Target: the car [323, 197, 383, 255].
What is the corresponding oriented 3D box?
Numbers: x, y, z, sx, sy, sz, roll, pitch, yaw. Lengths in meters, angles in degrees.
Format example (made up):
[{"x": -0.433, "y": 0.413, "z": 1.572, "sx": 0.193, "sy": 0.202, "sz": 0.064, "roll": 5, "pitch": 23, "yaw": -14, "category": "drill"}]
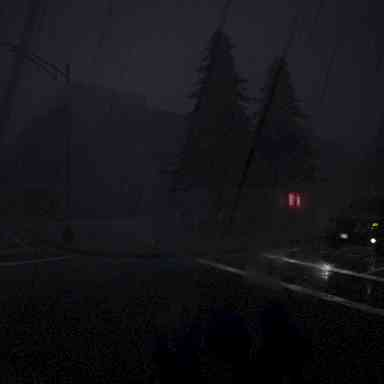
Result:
[{"x": 7.745, "y": 1.248, "z": 13.719, "sx": 5.566, "sy": 2.045, "sz": 2.150, "roll": 0, "pitch": 0, "yaw": -36, "category": "car"}]
